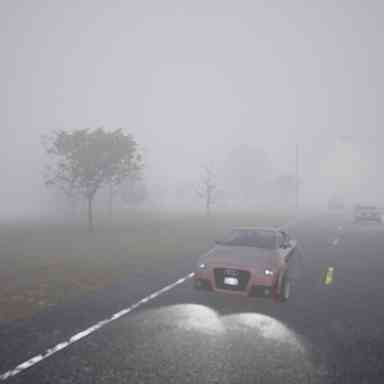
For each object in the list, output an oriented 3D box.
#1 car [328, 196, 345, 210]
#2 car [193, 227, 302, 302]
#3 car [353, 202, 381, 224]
[{"bbox_3d":[22.213,1.594,50.997,2.150,2.045,5.566,0,-1,27],"label":"car"},{"bbox_3d":[1.619,1.629,8.520,1.994,1.385,4.181,0,0,25],"label":"car"},{"bbox_3d":[14.008,1.749,26.617,2.033,1.411,5.357,0,0,26],"label":"car"}]
